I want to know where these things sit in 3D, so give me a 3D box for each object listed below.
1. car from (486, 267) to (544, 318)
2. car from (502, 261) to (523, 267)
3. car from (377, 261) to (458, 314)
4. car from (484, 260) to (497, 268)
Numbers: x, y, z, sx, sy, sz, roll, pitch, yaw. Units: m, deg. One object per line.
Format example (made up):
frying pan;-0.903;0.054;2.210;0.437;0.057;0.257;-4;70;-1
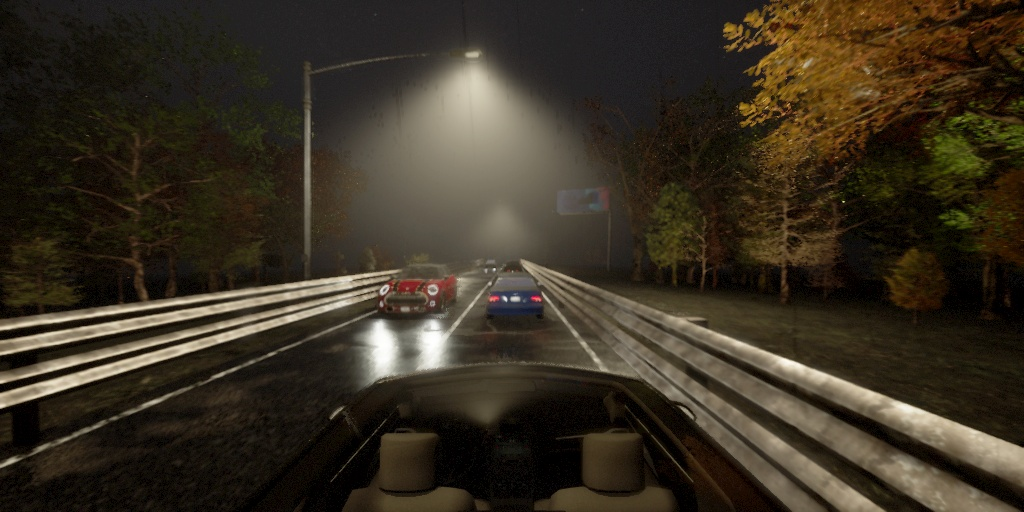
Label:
car;0.097;1.282;12.803;2.033;1.411;5.357;0;0;0
car;0.066;1.207;36.594;1.837;1.490;4.892;0;0;0
car;-3.355;1.086;13.529;2.097;1.767;4.553;0;0;0
car;-3.310;1.289;57.042;2.033;1.411;5.357;0;0;0
